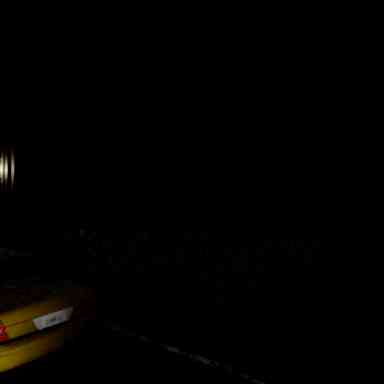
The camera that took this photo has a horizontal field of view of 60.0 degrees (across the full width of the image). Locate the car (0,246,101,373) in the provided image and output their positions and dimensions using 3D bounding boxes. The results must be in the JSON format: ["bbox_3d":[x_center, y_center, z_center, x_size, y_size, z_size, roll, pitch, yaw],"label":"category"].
[{"bbox_3d":[-3.495,1.454,5.339,4.829,1.417,1.752,1,1,37],"label":"car"}]
